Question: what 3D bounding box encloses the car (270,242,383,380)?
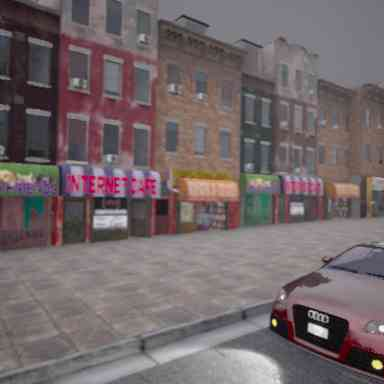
[{"bbox_3d":[3.204,1.562,5.356,4.181,1.385,1.994,0,0,-36],"label":"car"}]
